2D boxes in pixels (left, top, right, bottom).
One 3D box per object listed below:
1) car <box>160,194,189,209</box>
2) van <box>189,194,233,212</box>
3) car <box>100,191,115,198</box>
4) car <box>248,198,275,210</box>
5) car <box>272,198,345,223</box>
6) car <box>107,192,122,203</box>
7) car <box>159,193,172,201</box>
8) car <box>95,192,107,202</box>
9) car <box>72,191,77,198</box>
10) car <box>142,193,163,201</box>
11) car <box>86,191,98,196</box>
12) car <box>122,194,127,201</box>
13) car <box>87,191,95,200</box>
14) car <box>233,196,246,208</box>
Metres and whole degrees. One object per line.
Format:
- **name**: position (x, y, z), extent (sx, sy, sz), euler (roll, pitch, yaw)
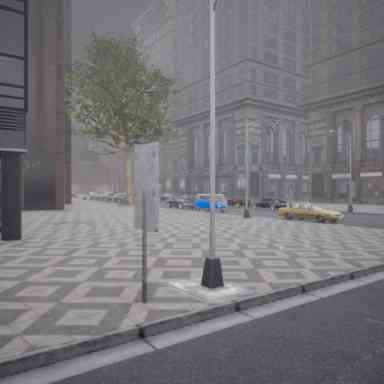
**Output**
- **car**: position (-1.372, 1.231, 37.778), extent (2.008, 1.369, 4.403), euler (1, 0, -35)
- **van**: position (1.852, 1.091, 33.175), extent (1.690, 1.788, 3.998), euler (1, 0, -35)
- **car**: position (-20.169, 0.589, 79.485), extent (1.887, 1.381, 4.507), euler (1, 0, -35)
- **car**: position (8.828, 1.316, 38.073), extent (1.947, 1.339, 4.313), euler (1, 0, -35)
- **car**: position (8.393, 1.398, 23.829), extent (1.752, 1.417, 4.829), euler (1, 0, -35)
- **car**: position (-11.039, 0.993, 51.586), extent (2.008, 1.369, 4.403), euler (1, 0, -35)
- **car**: position (-4.058, 0.882, 56.481), extent (1.967, 1.590, 4.097), euler (1, 0, -35)
- **car**: position (-14.261, 0.912, 56.187), extent (2.008, 1.369, 4.403), euler (1, 0, -35)
- **car**: position (-27.147, 0.485, 74.592), extent (1.967, 1.590, 4.097), euler (1, 0, -35)
- **car**: position (-7.282, 0.911, 61.082), extent (2.008, 1.369, 4.403), euler (1, 0, -35)
- **car**: position (-26.613, 0.473, 88.687), extent (1.802, 1.307, 4.206), euler (1, 0, -35)
- **car**: position (-7.720, 1.052, 46.845), extent (1.752, 1.417, 4.829), euler (1, 0, -35)
- **car**: position (-17.483, 0.831, 60.788), extent (2.008, 1.369, 4.403), euler (1, 0, -35)
- **car**: position (5.608, 1.224, 42.674), extent (1.887, 1.381, 4.507), euler (1, 0, -35)
